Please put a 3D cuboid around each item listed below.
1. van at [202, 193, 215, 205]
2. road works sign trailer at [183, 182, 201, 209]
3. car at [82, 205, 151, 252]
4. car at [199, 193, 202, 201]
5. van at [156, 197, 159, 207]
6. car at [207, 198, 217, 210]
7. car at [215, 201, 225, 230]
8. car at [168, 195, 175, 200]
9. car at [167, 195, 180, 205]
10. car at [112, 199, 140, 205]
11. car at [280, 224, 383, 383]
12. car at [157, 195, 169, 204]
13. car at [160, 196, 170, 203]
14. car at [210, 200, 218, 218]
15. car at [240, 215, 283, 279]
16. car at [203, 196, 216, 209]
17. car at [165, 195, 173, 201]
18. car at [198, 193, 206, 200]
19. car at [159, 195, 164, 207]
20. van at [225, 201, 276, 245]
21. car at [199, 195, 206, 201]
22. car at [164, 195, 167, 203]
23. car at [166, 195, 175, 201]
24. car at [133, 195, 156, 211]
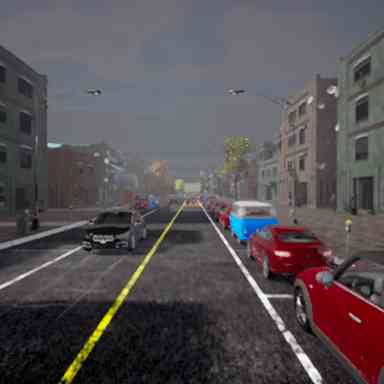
[{"bbox_3d":[2.699,1.306,48.569,1.690,1.788,3.998,-1,0,0],"label":"van"},{"bbox_3d":[0.023,0.432,44.849,2.380,3.560,2.880,0,0,0],"label":"road works sign trailer"},{"bbox_3d":[-3.095,1.495,14.021,1.837,1.490,4.892,0,0,0],"label":"car"},{"bbox_3d":[2.700,1.275,54.117,2.192,1.841,5.009,-1,0,0],"label":"car"},{"bbox_3d":[-5.684,1.310,43.020,1.690,1.788,3.998,-1,0,0],"label":"van"},{"bbox_3d":[2.697,1.559,31.924,1.802,1.307,4.206,-1,0,0],"label":"car"},{"bbox_3d":[2.694,1.530,20.827,1.887,1.381,4.507,-1,0,0],"label":"car"},{"bbox_3d":[-5.668,1.510,92.956,1.802,1.307,4.206,-1,0,0],"label":"car"},{"bbox_3d":[-3.031,1.522,56.339,1.994,1.385,4.181,0,0,1],"label":"car"},{"bbox_3d":[-5.685,1.532,26.375,2.008,1.369,4.403,-1,0,0],"label":"car"},{"bbox_3d":[2.688,1.437,4.182,1.967,1.590,4.097,-1,0,0],"label":"car"},{"bbox_3d":[-5.677,1.391,65.214,1.967,1.590,4.097,-1,0,0],"label":"car"},{"bbox_3d":[-5.674,1.491,70.762,1.887,1.381,4.507,-1,0,0],"label":"car"},{"bbox_3d":[2.695,1.563,26.375,1.802,1.307,4.206,-1,0,0],"label":"car"},{"bbox_3d":[2.691,1.575,9.730,1.802,1.307,4.206,-1,0,0],"label":"car"},{"bbox_3d":[2.699,1.551,43.021,1.802,1.307,4.206,-1,0,0],"label":"car"},{"bbox_3d":[-5.671,1.519,81.859,1.802,1.307,4.206,-1,0,0],"label":"car"},{"bbox_3d":[2.710,1.243,92.956,2.192,1.841,5.009,-1,0,0],"label":"car"},{"bbox_3d":[-5.681,1.404,48.569,1.967,1.590,4.097,-1,0,0],"label":"car"},{"bbox_3d":[2.690,1.330,15.279,1.690,1.788,3.998,-1,0,0],"label":"van"},{"bbox_3d":[2.711,1.458,87.576,1.752,1.417,4.829,-1,0,0],"label":"car"},{"bbox_3d":[-5.679,1.505,54.117,1.887,1.381,4.507,-1,0,0],"label":"car"},{"bbox_3d":[-5.670,1.484,87.407,2.008,1.369,4.403,-1,0,0],"label":"car"},{"bbox_3d":[-5.685,1.288,37.472,2.192,1.841,5.009,-1,0,0],"label":"car"}]
